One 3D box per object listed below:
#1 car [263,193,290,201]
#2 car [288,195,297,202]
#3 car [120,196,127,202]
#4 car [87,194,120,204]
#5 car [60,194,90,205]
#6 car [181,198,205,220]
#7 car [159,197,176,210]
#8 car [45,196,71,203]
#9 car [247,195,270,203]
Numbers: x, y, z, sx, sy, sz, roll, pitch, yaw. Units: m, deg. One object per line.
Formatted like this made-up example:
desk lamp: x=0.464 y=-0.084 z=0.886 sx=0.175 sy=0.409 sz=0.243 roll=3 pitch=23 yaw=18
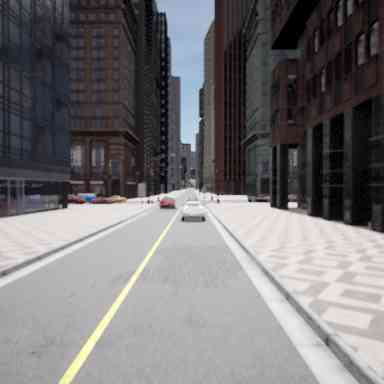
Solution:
car: x=16.761 y=1.027 z=65.961 sx=4.829 sy=1.417 sz=1.752 roll=-1 pitch=1 yaw=0
car: x=17.087 y=1.167 z=57.436 sx=4.403 sy=1.369 sz=2.008 roll=-1 pitch=1 yaw=0
car: x=-15.420 y=1.380 z=66.040 sx=4.829 sy=1.417 sz=1.752 roll=-1 pitch=1 yaw=0
car: x=-15.260 y=1.553 z=57.516 sx=4.206 sy=1.307 sz=1.802 roll=-1 pitch=1 yaw=0
car: x=-20.943 y=1.344 z=57.523 sx=5.009 sy=1.841 sz=2.192 roll=-1 pitch=1 yaw=0
car: x=0.109 y=1.463 z=26.934 sx=1.812 sy=1.442 sz=4.674 roll=0 pitch=0 yaw=0
car: x=-2.970 y=1.352 z=41.283 sx=1.882 sy=1.535 sz=5.008 roll=0 pitch=0 yaw=0
car: x=-26.609 y=1.532 z=66.068 sx=4.313 sy=1.339 sz=1.947 roll=-1 pitch=1 yaw=0
car: x=11.708 y=1.244 z=57.450 sx=4.313 sy=1.339 sz=1.947 roll=-1 pitch=1 yaw=0
